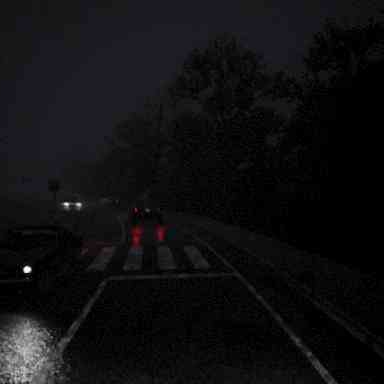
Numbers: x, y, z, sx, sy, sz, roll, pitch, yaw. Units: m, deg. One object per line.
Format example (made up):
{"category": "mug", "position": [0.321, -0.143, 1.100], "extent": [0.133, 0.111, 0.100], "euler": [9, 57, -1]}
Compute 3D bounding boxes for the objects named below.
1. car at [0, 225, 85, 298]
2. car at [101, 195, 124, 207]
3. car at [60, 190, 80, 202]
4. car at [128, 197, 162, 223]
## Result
{"category": "car", "position": [-4.182, 1.590, 8.560], "extent": [1.895, 1.301, 4.718], "euler": [0, 0, -6]}
{"category": "car", "position": [-9.975, 1.023, 41.503], "extent": [2.033, 1.411, 5.357], "euler": [1, 1, -26]}
{"category": "car", "position": [-17.343, 0.542, 47.184], "extent": [1.882, 1.535, 5.008], "euler": [2, 2, -32]}
{"category": "car", "position": [-3.526, 1.244, 24.454], "extent": [2.097, 1.767, 4.553], "euler": [1, 1, -15]}
